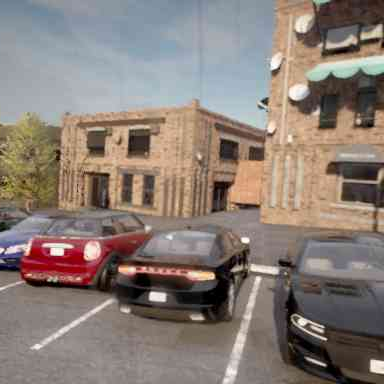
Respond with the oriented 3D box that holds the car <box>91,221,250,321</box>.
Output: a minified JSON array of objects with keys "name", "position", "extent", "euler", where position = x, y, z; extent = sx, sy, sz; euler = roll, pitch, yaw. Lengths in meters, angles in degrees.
[{"name":"car","position":[0.148,1.436,7.333],"extent":[2.097,1.535,5.008],"euler":[0,-1,15]}]

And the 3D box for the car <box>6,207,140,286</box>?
[{"name":"car","position":[-2.254,1.292,9.012],"extent":[2.185,1.767,4.553],"euler":[0,-1,15]}]

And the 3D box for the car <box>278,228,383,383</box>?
[{"name":"car","position":[2.544,1.462,5.643],"extent":[2.097,1.535,5.008],"euler":[1,0,16]}]

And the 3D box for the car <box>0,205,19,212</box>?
[{"name":"car","position":[-7.040,1.272,12.404],"extent":[2.185,1.767,4.553],"euler":[0,-1,15]}]

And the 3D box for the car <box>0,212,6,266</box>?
[{"name":"car","position":[-4.627,1.445,10.736],"extent":[2.002,1.452,4.674],"euler":[1,-1,15]}]
